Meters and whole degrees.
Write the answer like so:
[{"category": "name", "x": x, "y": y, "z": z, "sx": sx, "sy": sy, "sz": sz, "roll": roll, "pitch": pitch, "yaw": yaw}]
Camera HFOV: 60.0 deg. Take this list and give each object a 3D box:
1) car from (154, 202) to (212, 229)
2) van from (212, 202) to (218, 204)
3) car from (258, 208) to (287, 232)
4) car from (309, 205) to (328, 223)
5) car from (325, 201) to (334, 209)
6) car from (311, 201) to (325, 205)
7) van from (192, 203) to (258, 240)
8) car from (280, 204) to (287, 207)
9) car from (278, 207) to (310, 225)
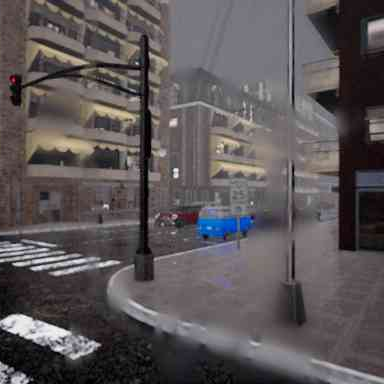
[{"category": "car", "x": -0.776, "y": 1.768, "z": 25.298, "sx": 2.097, "sy": 1.767, "sz": 4.553, "roll": 0, "pitch": -1, "yaw": 35}, {"category": "van", "x": 1.414, "y": 1.895, "z": 32.885, "sx": 1.690, "sy": 1.788, "sz": 3.998, "roll": -1, "pitch": -2, "yaw": 35}, {"category": "car", "x": 5.042, "y": 2.031, "z": 23.572, "sx": 1.947, "sy": 1.339, "sz": 4.313, "roll": -1, "pitch": -2, "yaw": 35}, {"category": "car", "x": 11.458, "y": 2.229, "z": 32.604, "sx": 2.008, "sy": 1.369, "sz": 4.403, "roll": -1, "pitch": -2, "yaw": 35}, {"category": "car", "x": 27.079, "y": 2.720, "z": 69.011, "sx": 2.192, "sy": 1.841, "sz": 5.009, "roll": -1, "pitch": -2, "yaw": 35}, {"category": "car", "x": 23.871, "y": 2.881, "z": 64.489, "sx": 1.802, "sy": 1.307, "sz": 4.206, "roll": -1, "pitch": -2, "yaw": 35}, {"category": "van", "x": 1.971, "y": 1.700, "z": 18.963, "sx": 1.690, "sy": 1.788, "sz": 3.998, "roll": -1, "pitch": -2, "yaw": 35}, {"category": "car", "x": 12.496, "y": 2.381, "z": 43.903, "sx": 1.812, "sy": 1.442, "sz": 4.674, "roll": 0, "pitch": -1, "yaw": 36}, {"category": "car", "x": 8.249, "y": 2.153, "z": 28.087, "sx": 1.802, "sy": 1.307, "sz": 4.206, "roll": -1, "pitch": -2, "yaw": 35}]
